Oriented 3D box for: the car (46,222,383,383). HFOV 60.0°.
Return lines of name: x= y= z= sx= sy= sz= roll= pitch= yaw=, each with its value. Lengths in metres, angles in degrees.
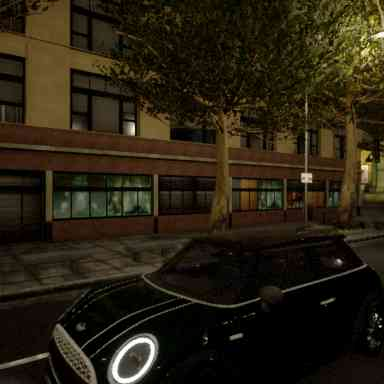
car: x=0.585 y=1.352 z=4.416 sx=4.553 sy=1.767 sz=2.097 roll=0 pitch=0 yaw=-36
